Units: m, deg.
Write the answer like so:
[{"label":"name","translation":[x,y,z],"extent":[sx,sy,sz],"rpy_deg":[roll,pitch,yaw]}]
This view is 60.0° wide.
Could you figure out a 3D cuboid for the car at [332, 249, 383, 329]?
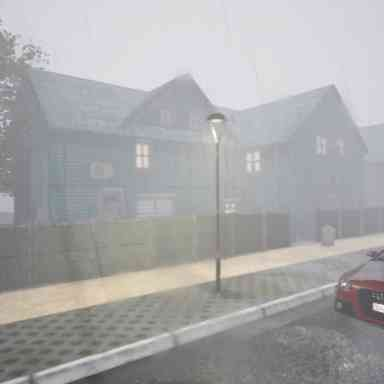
[{"label":"car","translation":[4.538,1.643,6.387],"extent":[4.181,1.385,1.994],"rpy_deg":[0,-1,-38]}]
